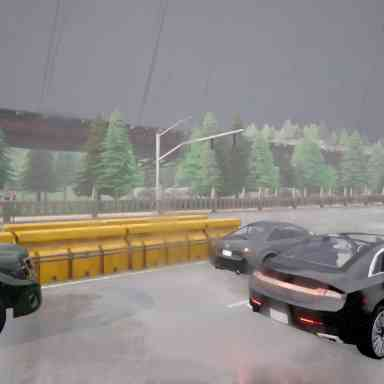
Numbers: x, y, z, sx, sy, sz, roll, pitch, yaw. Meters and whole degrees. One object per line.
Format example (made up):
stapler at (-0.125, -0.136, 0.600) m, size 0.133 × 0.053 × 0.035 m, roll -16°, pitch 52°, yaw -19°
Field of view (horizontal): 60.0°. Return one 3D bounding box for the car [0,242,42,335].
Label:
car at (-5.079, 1.221, 4.429) m, size 5.566 × 2.045 × 2.150 m, roll 0°, pitch 0°, yaw -35°

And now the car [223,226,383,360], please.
car at (3.157, 1.492, 5.985) m, size 4.902 × 1.511 × 2.128 m, roll 0°, pitch 0°, yaw -36°

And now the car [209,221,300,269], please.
car at (2.547, 1.564, 9.846) m, size 4.181 × 1.385 × 1.994 m, roll 0°, pitch 0°, yaw -36°
